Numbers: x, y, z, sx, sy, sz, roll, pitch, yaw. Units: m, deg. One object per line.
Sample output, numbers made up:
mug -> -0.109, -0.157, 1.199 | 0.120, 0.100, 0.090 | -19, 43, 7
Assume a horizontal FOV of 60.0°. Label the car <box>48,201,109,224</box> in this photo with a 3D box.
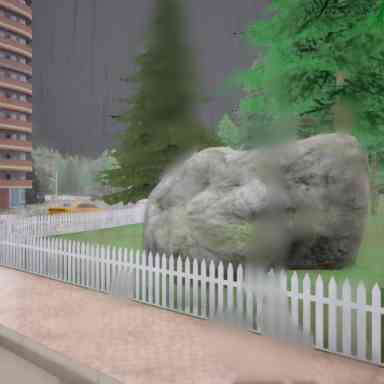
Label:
car -> -8.039, 1.422, 24.122 | 1.882, 1.535, 5.008 | 0, 0, 24
